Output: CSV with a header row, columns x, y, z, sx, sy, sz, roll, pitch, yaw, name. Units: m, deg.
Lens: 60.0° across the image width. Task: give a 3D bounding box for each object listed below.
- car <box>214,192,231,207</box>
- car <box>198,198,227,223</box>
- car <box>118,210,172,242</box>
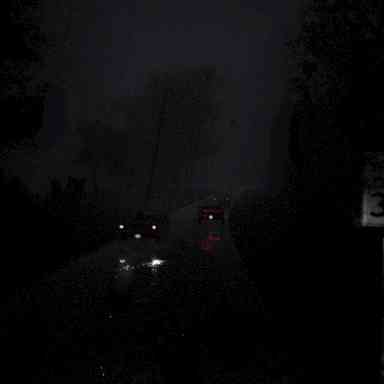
x,y,z,sx,sy,sz,roll,pitch,yaw,name
3.837,0.834,41.911,2.097,1.767,4.553,1,2,9,car
1.508,1.451,24.997,1.837,1.490,4.892,0,0,5,car
-2.195,1.604,16.559,1.895,1.301,4.718,1,0,4,car
